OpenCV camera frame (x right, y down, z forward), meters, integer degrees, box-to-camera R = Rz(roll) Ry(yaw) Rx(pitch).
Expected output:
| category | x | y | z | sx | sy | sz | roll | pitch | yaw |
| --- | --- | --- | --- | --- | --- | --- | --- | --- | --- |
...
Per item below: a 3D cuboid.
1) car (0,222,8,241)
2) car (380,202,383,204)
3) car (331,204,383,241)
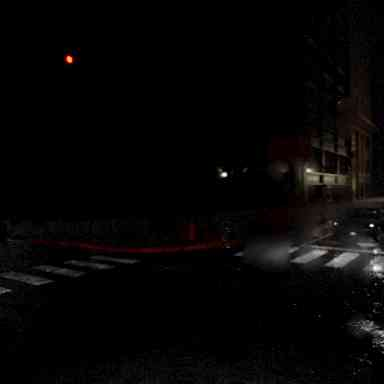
| category | x | y | z | sx | sy | sz | roll | pitch | yaw |
| --- | --- | --- | --- | --- | --- | --- | --- | --- | --- |
| car | -11.882 | 2.058 | 18.418 | 4.507 | 1.381 | 1.887 | -2 | 0 | 38 |
| car | 13.925 | 1.365 | 23.223 | 1.895 | 1.301 | 4.718 | -1 | 0 | 38 |
| car | 8.298 | 1.464 | 16.052 | 1.895 | 1.301 | 4.718 | -1 | 0 | 39 |
